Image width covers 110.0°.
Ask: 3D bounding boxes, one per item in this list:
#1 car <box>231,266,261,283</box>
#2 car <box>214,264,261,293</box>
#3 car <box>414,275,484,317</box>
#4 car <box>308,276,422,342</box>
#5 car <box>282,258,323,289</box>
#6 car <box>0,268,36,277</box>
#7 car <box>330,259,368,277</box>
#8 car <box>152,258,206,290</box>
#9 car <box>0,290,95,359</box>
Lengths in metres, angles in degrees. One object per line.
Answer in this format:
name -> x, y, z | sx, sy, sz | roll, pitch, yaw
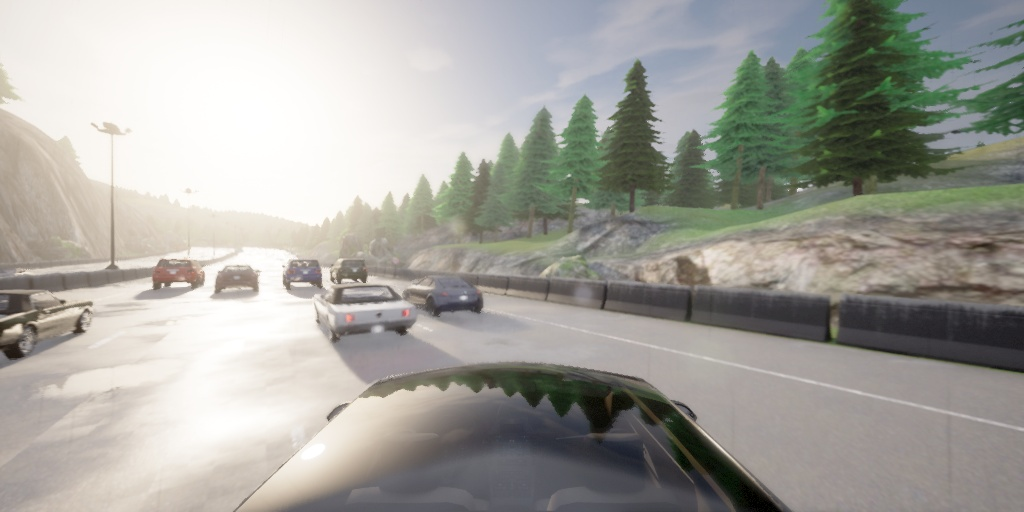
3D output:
car -> -23.550, 1.588, 31.856 | 1.994, 1.385, 4.181 | 0, -1, -34
car -> -17.126, 1.289, 22.531 | 2.097, 1.767, 4.553 | 0, -1, -34
car -> -2.808, 1.437, 14.072 | 1.994, 1.385, 4.181 | 0, -1, -35
car -> -4.371, 1.431, 10.171 | 1.895, 1.301, 4.718 | 0, -1, -35
car -> -14.998, 1.194, 25.612 | 2.150, 2.045, 5.566 | 0, -1, -35
car -> -36.562, 1.553, 25.893 | 1.994, 1.385, 4.181 | 0, -1, -35
car -> -13.600, 1.238, 29.768 | 2.150, 2.045, 5.566 | 0, -1, -35
car -> -23.090, 1.175, 25.023 | 2.150, 2.045, 5.566 | 0, -1, -35
car -> -11.248, 1.396, 7.815 | 1.895, 1.301, 4.718 | 0, -1, -35
